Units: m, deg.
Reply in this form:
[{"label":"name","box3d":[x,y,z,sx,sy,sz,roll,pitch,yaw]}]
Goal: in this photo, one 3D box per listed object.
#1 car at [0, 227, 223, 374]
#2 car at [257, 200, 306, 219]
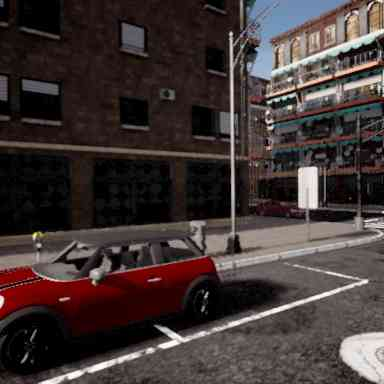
[{"label":"car","box3d":[-1.513,1.427,5.541,4.097,1.590,1.967,-1,0,-35]},{"label":"car","box3d":[6.966,1.324,26.320,1.802,1.307,4.206,0,1,-35]}]
